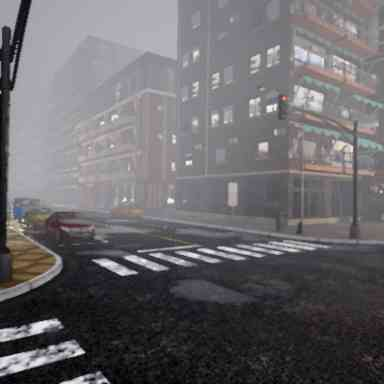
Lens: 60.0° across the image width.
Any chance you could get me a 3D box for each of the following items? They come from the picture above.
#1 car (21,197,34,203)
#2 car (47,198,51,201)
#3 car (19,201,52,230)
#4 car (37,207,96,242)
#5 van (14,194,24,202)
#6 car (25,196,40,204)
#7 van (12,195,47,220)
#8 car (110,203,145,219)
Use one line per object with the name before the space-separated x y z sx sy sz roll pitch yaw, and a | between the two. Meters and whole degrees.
car | -35.694 1.717 72.113 1.947 1.339 4.313 1 -1 -36
car | -25.891 1.670 58.446 1.752 1.417 4.829 1 -1 -36
car | -9.395 1.541 21.070 1.752 1.417 4.829 2 -1 -36
car | -6.195 1.606 16.606 1.802 1.307 4.206 2 -1 -36
van | -42.293 1.504 81.321 1.690 1.788 3.998 1 -1 -36
car | -32.392 1.586 67.513 1.967 1.590 4.097 1 -1 -36
van | -12.792 1.350 25.813 1.690 1.788 3.998 2 -1 -36
car | -6.086 1.699 30.832 1.752 1.417 4.829 1 -1 -36
